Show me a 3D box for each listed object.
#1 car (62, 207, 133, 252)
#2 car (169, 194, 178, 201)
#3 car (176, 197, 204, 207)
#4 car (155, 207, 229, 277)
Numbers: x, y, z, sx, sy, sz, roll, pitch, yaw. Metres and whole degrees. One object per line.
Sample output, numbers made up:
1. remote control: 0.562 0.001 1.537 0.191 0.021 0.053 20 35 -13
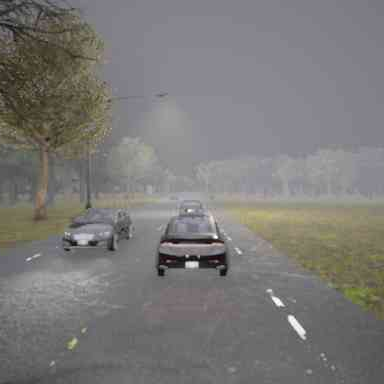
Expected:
1. car: -3.623 1.397 13.509 2.128 1.511 4.902 0 0 0
2. car: -3.772 1.126 68.715 1.837 1.490 4.892 0 0 0
3. car: -0.037 1.333 25.581 2.033 1.411 5.357 0 1 0
4. car: 0.020 1.426 10.035 2.128 1.511 4.902 0 1 0
